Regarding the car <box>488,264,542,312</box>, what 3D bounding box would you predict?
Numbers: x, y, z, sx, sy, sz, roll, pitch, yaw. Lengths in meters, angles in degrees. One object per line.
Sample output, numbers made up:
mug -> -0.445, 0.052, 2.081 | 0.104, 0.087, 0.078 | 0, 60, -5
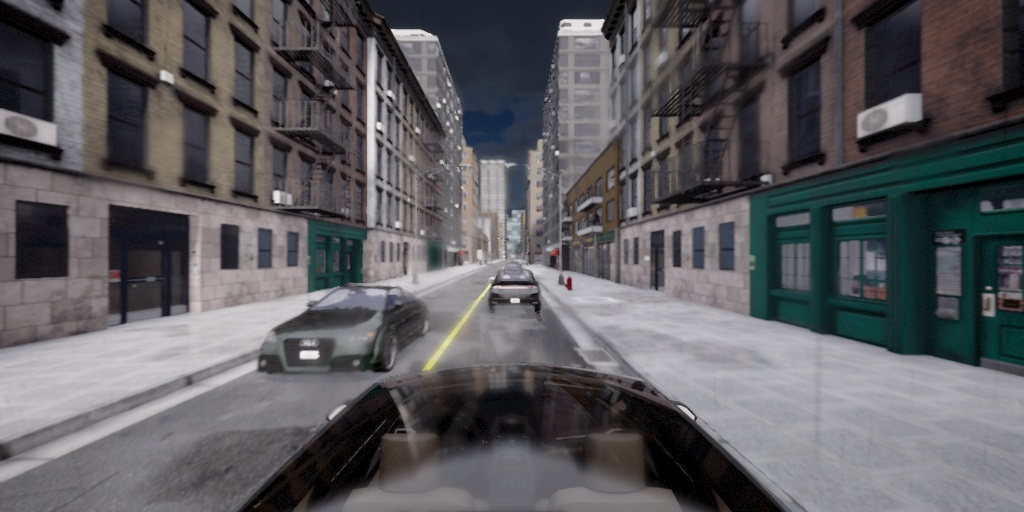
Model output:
car -> 0.102, 1.240, 14.093 | 2.128, 1.511, 4.902 | 0, 0, 0

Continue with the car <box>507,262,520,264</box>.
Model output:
car -> 0.108, 1.309, 34.203 | 2.033, 1.411, 5.357 | 0, 0, 0

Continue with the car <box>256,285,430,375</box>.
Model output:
car -> -3.063, 1.313, 7.433 | 1.994, 1.385, 4.181 | 0, 0, 0
